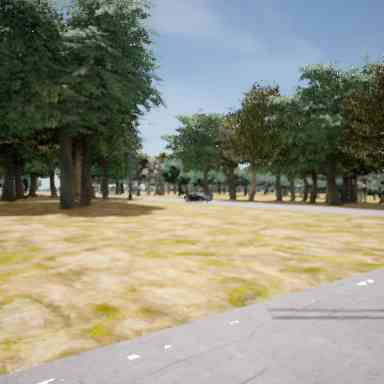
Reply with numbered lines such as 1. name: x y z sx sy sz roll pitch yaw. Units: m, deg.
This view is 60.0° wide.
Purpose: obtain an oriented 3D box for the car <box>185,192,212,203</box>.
1. car: 0.937 0.776 49.374 1.882 1.535 5.008 -1 1 -37
